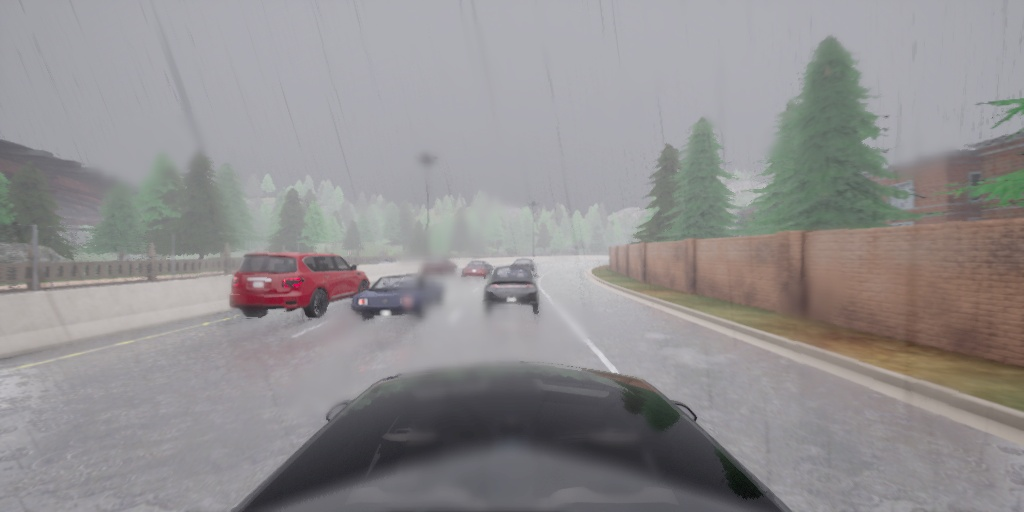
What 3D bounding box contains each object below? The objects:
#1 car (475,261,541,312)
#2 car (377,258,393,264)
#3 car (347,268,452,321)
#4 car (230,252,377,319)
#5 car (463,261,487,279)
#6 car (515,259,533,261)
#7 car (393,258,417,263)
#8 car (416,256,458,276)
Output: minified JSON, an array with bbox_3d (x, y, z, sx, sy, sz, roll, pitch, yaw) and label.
[{"bbox_3d":[0.018,1.129,13.478,2.128,1.511,4.902,0,1,0],"label":"car"},{"bbox_3d":[-16.785,0.981,47.594,1.895,1.301,4.718,0,1,16],"label":"car"},{"bbox_3d":[-3.481,1.266,12.099,1.895,1.301,4.718,0,1,0],"label":"car"},{"bbox_3d":[-6.983,0.895,12.580,2.150,2.045,5.566,0,0,0],"label":"car"},{"bbox_3d":[-2.605,1.063,29.080,1.994,1.385,4.181,0,1,7],"label":"car"},{"bbox_3d":[1.079,0.950,30.289,1.882,1.535,5.008,0,1,8],"label":"car"},{"bbox_3d":[-13.239,0.935,47.122,1.994,1.385,4.181,0,0,16],"label":"car"},{"bbox_3d":[-5.983,0.979,30.242,1.882,1.535,5.008,0,1,8],"label":"car"}]
